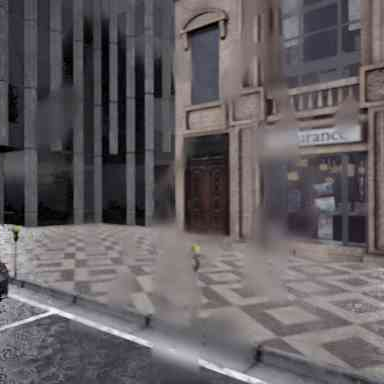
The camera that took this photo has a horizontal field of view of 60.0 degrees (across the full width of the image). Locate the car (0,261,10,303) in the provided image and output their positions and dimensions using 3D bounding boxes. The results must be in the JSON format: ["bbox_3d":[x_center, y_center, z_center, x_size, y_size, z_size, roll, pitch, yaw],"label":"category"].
[{"bbox_3d":[-5.434,1.579,6.839,4.403,1.369,2.008,0,0,35],"label":"car"}]
